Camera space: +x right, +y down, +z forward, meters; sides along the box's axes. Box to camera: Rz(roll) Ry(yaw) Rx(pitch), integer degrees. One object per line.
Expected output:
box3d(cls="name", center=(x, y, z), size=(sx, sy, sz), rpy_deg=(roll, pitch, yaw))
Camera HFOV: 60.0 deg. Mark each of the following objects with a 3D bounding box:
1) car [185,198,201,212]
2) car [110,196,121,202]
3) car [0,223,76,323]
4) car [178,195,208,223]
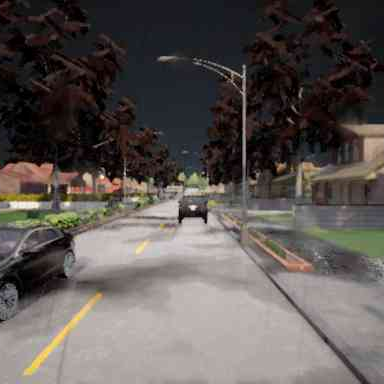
box3d(cls="car", center=(0.083, 1.531, 40.562), size=(1.812, 1.442, 4.674), rpy_deg=(0, 0, 0))
box3d(cls="car", center=(-16.634, 1.336, 64.947), size=(5.357, 1.415, 2.033), rpy_deg=(0, 0, 0))
box3d(cls="car", center=(-4.093, 1.493, 7.258), size=(2.128, 1.511, 4.902), rpy_deg=(0, 0, 0))
box3d(cls="car", center=(0.081, 1.227, 25.481), size=(2.150, 2.045, 5.566), rpy_deg=(0, 0, 0))
